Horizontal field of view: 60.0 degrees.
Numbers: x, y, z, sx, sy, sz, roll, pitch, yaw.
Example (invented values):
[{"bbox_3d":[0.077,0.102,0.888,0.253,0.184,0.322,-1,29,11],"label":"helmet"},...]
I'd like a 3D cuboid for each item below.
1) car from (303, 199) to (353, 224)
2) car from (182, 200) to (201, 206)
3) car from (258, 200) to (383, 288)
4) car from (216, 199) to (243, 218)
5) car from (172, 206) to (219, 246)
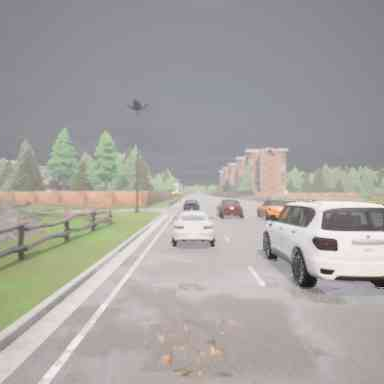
[{"bbox_3d":[10.505,1.447,26.110,2.097,1.767,4.553,0,0,0],"label":"car"},{"bbox_3d":[-0.070,1.642,38.189,1.837,1.490,4.892,0,0,0],"label":"car"},{"bbox_3d":[3.590,1.257,9.470,2.150,2.045,5.566,0,0,0],"label":"car"},{"bbox_3d":[3.478,1.463,31.245,2.097,1.767,4.553,0,0,0],"label":"car"},{"bbox_3d":[0.056,1.581,15.593,1.812,1.442,4.674,0,0,0],"label":"car"}]
